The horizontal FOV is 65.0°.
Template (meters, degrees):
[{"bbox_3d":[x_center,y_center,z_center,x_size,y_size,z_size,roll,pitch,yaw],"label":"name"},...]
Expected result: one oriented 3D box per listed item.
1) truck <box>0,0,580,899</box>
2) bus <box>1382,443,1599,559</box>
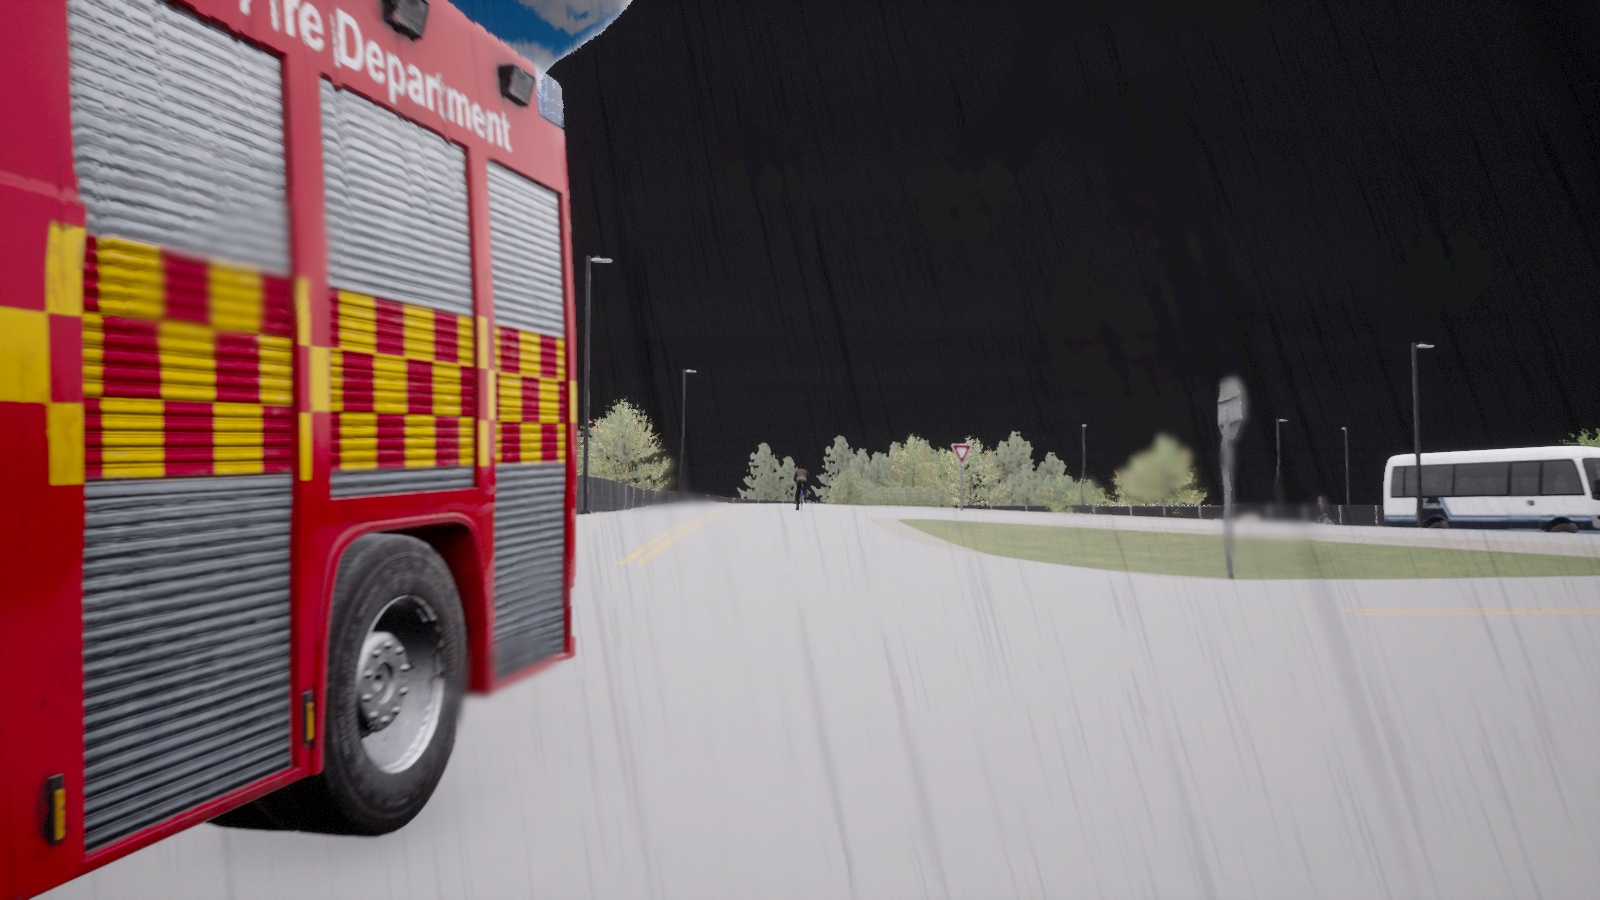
[{"bbox_3d":[-3.389,-0.428,2.538,2.891,3.827,8.468,0,0,12],"label":"truck"},{"bbox_3d":[29.387,2.118,51.144,3.944,4.253,10.273,1,-3,-22],"label":"bus"}]
